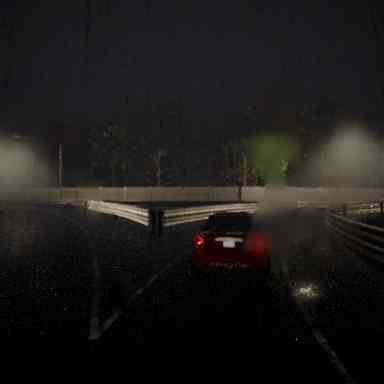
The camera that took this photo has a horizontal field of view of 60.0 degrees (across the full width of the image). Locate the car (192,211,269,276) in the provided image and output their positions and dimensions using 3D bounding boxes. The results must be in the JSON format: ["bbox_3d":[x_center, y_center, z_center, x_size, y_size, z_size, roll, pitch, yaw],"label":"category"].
[{"bbox_3d":[1.398,1.411,10.845,2.097,1.767,4.553,0,0,12],"label":"car"}]

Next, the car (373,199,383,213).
[{"bbox_3d":[23.592,1.626,39.404,4.553,1.767,2.097,0,0,-28],"label":"car"}]
